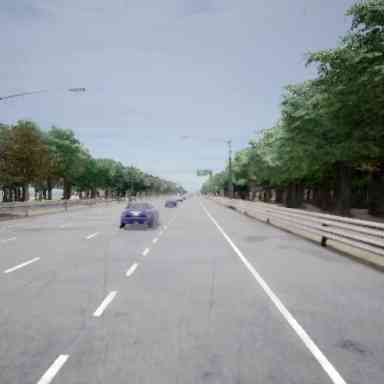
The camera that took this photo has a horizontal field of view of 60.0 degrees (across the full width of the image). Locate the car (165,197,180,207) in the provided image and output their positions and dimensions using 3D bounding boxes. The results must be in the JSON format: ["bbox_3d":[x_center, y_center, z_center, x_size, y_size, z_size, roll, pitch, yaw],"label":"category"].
[{"bbox_3d":[-3.366,1.733,54.371,1.812,1.442,4.674,0,0,0],"label":"car"}]

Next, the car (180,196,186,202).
[{"bbox_3d":[-3.164,1.947,83.585,1.895,1.301,4.718,0,0,0],"label":"car"}]

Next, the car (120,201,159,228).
[{"bbox_3d":[-3.485,1.415,22.808,2.097,1.767,4.553,0,0,0],"label":"car"}]
